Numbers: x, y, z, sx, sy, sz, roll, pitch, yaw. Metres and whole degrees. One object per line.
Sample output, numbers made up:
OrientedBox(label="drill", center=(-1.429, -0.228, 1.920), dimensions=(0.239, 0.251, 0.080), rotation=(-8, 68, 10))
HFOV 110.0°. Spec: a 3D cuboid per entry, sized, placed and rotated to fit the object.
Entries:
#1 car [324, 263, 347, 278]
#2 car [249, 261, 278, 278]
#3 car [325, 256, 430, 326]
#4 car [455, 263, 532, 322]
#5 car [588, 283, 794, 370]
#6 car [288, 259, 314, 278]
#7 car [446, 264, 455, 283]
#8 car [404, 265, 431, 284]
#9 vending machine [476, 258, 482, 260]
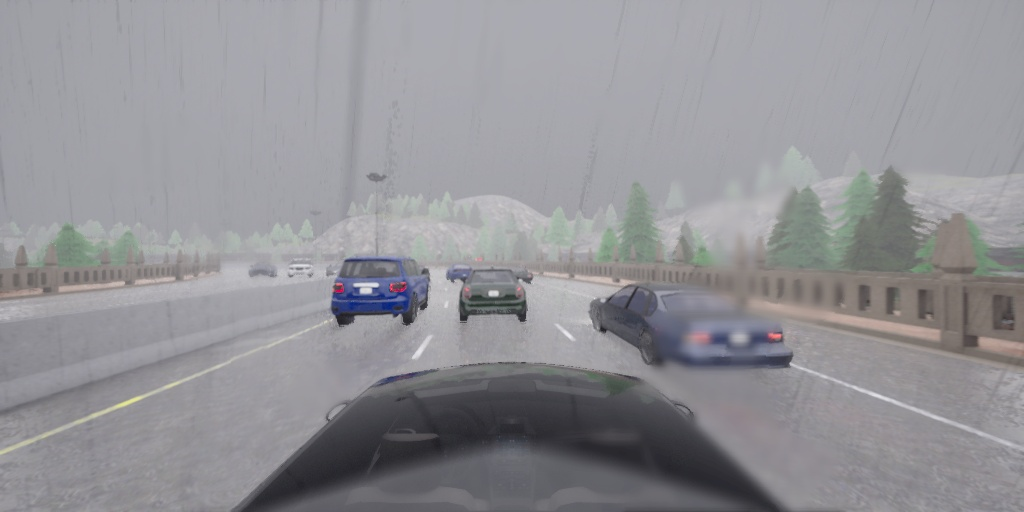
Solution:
OrientedBox(label="car", center=(-19.107, 1.527, 39.055), dimensions=(2.128, 1.511, 4.902), rotation=(0, 0, -25))
OrientedBox(label="car", center=(-26.636, 1.442, 38.584), dimensions=(2.097, 1.767, 4.553), rotation=(0, 0, -27))
OrientedBox(label="car", center=(-4.162, 1.027, 12.164), dimensions=(2.150, 2.045, 5.566), rotation=(0, 0, -6))
OrientedBox(label="car", center=(-0.762, 1.145, 12.749), dimensions=(2.097, 1.767, 4.553), rotation=(0, 0, -6))
OrientedBox(label="car", center=(3.255, 1.305, 7.910), dimensions=(2.033, 1.411, 5.357), rotation=(0, 0, -4))
OrientedBox(label="car", center=(-23.025, 1.290, 39.258), dimensions=(2.150, 2.045, 5.566), rotation=(0, -1, -26))
OrientedBox(label="car", center=(-4.448, 1.369, 30.381), dimensions=(1.882, 1.535, 5.008), rotation=(0, 0, -17))
OrientedBox(label="car", center=(-7.933, 1.472, 29.781), dimensions=(1.994, 1.385, 4.181), rotation=(0, 0, -17))
OrientedBox(label="vending machine", center=(-5.584, 1.250, 60.577), dimensions=(1.100, 2.100, 0.880), rotation=(0, 0, -32))
